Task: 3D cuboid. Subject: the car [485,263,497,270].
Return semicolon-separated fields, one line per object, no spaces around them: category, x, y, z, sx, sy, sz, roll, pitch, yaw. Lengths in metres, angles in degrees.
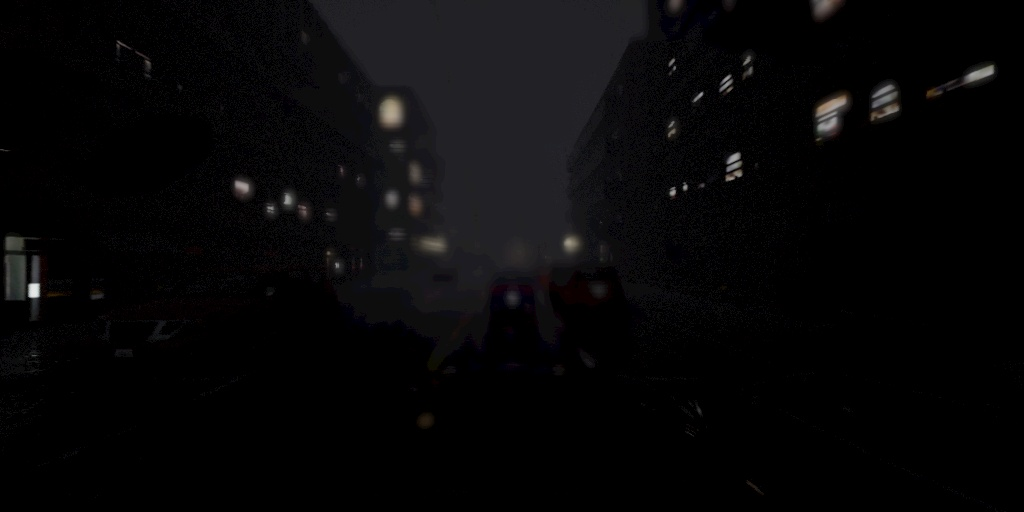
car;-3.037;1.970;56.201;2.033;1.411;5.357;0;-1;0

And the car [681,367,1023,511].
car;2.689;1.320;2.103;1.948;1.339;4.313;0;0;0

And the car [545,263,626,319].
car;2.686;1.201;13.432;2.192;1.841;5.009;0;0;0

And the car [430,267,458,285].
car;-5.699;1.637;30.422;1.888;1.381;4.507;0;0;0

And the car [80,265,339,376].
car;-5.693;1.136;7.767;2.192;1.841;5.009;0;0;0

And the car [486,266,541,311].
car;0.047;1.388;15.407;1.882;1.535;5.008;0;0;0

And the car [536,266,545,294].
car;2.684;1.268;19.097;2.192;1.841;5.009;0;0;0
